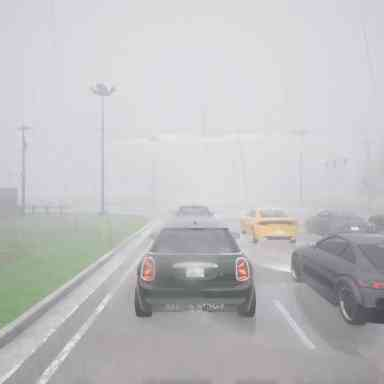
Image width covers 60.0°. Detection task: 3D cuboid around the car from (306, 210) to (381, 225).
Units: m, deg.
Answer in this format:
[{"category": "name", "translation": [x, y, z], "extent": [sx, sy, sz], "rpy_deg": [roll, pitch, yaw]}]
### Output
[{"category": "car", "translation": [7.085, 1.564, 16.460], "extent": [1.994, 1.385, 4.181], "rpy_deg": [0, 0, 0]}]

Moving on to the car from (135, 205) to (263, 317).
[{"category": "car", "translation": [0.064, 1.352, 7.606], "extent": [2.097, 1.767, 4.553], "rpy_deg": [0, 0, 0]}]

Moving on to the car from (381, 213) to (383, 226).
[{"category": "car", "translation": [10.586, 1.491, 16.411], "extent": [2.128, 1.511, 4.902], "rpy_deg": [0, 0, 0]}]

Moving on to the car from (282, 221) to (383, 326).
[{"category": "car", "translation": [3.565, 1.564, 7.075], "extent": [1.994, 1.385, 4.181], "rpy_deg": [0, 0, 0]}]

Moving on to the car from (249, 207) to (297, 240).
[{"category": "car", "translation": [3.586, 1.478, 16.036], "extent": [1.882, 1.535, 5.008], "rpy_deg": [0, 0, 0]}]
